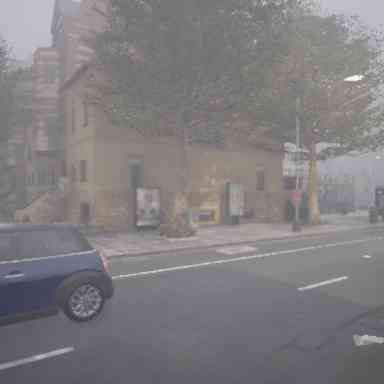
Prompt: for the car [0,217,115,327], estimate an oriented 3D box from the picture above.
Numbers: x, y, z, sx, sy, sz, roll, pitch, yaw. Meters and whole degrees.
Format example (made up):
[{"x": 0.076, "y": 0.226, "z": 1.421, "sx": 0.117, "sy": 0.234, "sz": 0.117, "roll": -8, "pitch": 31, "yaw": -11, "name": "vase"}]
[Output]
[{"x": -3.736, "y": 1.352, "z": 5.626, "sx": 4.553, "sy": 1.767, "sz": 2.097, "roll": 1, "pitch": 0, "yaw": -36, "name": "car"}]
